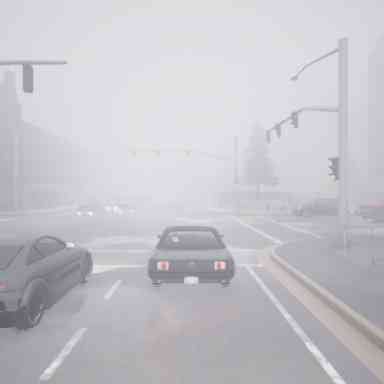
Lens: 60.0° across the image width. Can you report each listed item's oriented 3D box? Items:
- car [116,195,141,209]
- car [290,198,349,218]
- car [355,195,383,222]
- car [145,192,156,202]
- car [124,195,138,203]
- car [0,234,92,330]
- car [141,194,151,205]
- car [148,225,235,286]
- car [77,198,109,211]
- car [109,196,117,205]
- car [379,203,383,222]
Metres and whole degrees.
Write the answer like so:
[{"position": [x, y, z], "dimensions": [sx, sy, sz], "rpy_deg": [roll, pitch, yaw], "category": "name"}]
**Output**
[{"position": [-8.201, 1.417, 43.435], "dimensions": [1.812, 1.442, 4.674], "rpy_deg": [0, 0, -1], "category": "car"}, {"position": [10.877, 1.279, 28.628], "dimensions": [4.553, 1.767, 2.097], "rpy_deg": [0, 0, -2], "category": "car"}, {"position": [15.466, 1.155, 25.248], "dimensions": [5.566, 2.045, 2.150], "rpy_deg": [0, 0, -2], "category": "car"}, {"position": [-8.684, 1.051, 67.861], "dimensions": [2.150, 2.045, 5.566], "rpy_deg": [0, 0, -1], "category": "car"}, {"position": [-12.154, 1.338, 66.576], "dimensions": [1.837, 1.490, 4.892], "rpy_deg": [0, 0, -1], "category": "car"}, {"position": [-3.514, 1.547, 6.863], "dimensions": [1.994, 1.385, 4.181], "rpy_deg": [0, 0, -1], "category": "car"}, {"position": [-8.442, 1.412, 54.166], "dimensions": [2.033, 1.411, 5.357], "rpy_deg": [0, 0, -1], "category": "car"}, {"position": [-0.043, 1.577, 9.267], "dimensions": [1.895, 1.301, 4.718], "rpy_deg": [0, 0, -1], "category": "car"}, {"position": [-11.614, 1.451, 38.693], "dimensions": [2.033, 1.411, 5.357], "rpy_deg": [0, 0, 0], "category": "car"}, {"position": [-11.887, 1.362, 51.555], "dimensions": [2.128, 1.511, 4.902], "rpy_deg": [0, 0, -1], "category": "car"}, {"position": [13.276, 1.544, 18.092], "dimensions": [4.892, 1.490, 1.837], "rpy_deg": [0, 0, -2], "category": "car"}]
